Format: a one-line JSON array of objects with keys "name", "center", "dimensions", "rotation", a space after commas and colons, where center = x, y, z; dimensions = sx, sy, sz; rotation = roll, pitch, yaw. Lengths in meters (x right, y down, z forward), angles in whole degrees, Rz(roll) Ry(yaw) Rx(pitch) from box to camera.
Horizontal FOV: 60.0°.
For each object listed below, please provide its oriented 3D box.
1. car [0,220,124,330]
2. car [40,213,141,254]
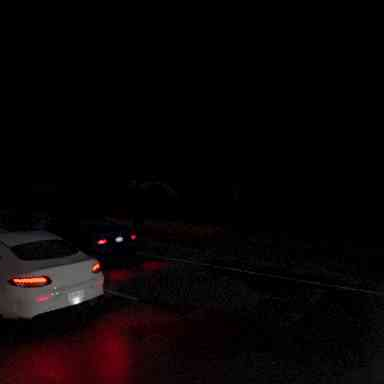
[{"name": "car", "center": [-3.720, 1.452, 6.676], "dimensions": [4.674, 1.442, 1.812], "rotation": [1, 1, 36]}, {"name": "car", "center": [-4.182, 1.425, 11.325], "dimensions": [5.357, 1.411, 2.033], "rotation": [1, 1, 36]}]
